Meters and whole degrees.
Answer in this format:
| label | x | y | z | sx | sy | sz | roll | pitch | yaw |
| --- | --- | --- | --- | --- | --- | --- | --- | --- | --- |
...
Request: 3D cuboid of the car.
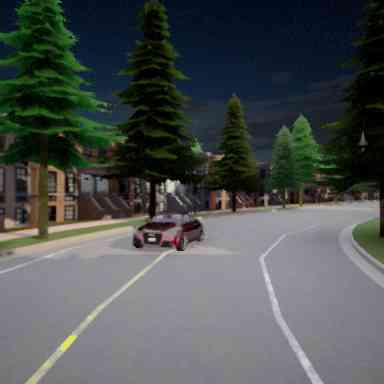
| label | x | y | z | sx | sy | sz | roll | pitch | yaw |
| --- | --- | --- | --- | --- | --- | --- | --- | --- | --- |
| car | -0.866 | 1.566 | 14.119 | 1.994 | 1.385 | 4.181 | 0 | 0 | 18 |
